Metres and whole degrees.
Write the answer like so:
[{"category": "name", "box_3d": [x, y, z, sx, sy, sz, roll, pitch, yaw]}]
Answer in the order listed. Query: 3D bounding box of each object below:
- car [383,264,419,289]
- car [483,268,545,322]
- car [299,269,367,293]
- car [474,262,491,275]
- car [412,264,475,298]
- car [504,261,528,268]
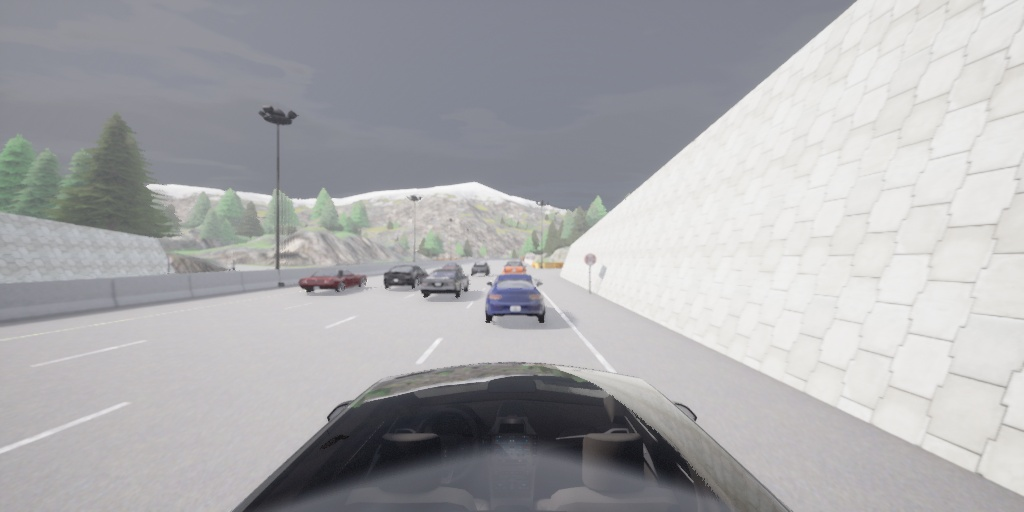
[{"category": "car", "box_3d": [-6.907, 1.307, 23.818, 1.882, 1.535, 5.008, 0, 0, 0]}, {"category": "car", "box_3d": [0.096, 1.314, 12.312, 1.812, 1.442, 4.674, 0, 0, 0]}, {"category": "car", "box_3d": [-10.406, 1.422, 21.323, 1.895, 1.301, 4.718, 0, 0, 0]}, {"category": "car", "box_3d": [-3.411, 1.378, 39.700, 2.128, 1.511, 4.902, 0, 0, 0]}, {"category": "car", "box_3d": [-3.407, 1.360, 19.008, 2.033, 1.411, 5.357, 0, 0, 0]}, {"category": "car", "box_3d": [0.299, 1.211, 32.042, 2.097, 1.767, 4.553, 0, 0, 3]}]
